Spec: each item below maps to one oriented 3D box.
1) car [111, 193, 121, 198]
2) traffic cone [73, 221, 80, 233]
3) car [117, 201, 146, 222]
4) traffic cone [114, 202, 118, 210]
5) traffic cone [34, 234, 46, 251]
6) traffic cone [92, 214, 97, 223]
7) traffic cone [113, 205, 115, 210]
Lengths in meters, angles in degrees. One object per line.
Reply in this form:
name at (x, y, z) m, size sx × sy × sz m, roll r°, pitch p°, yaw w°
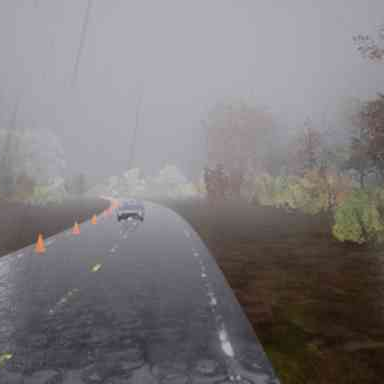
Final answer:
car at (-19.209, 0.859, 83.660) m, size 2.033 × 1.411 × 5.357 m, roll 0°, pitch 0°, yaw -21°
traffic cone at (-6.004, 1.821, 17.233) m, size 0.340 × 0.580 × 0.340 m, roll 0°, pitch 1°, yaw -5°
car at (-4.372, 1.346, 24.433) m, size 2.033 × 1.411 × 5.357 m, roll 0°, pitch 0°, yaw -7°
traffic cone at (-8.589, 1.653, 36.834) m, size 0.340 × 0.580 × 0.340 m, roll 0°, pitch 1°, yaw -10°
traffic cone at (-5.611, 1.863, 12.304) m, size 0.340 × 0.580 × 0.340 m, roll 0°, pitch 1°, yaw -4°
traffic cone at (-6.498, 1.778, 22.152) m, size 0.340 × 0.580 × 0.340 m, roll 0°, pitch 1°, yaw -6°
traffic cone at (-7.791, 1.695, 31.955) m, size 0.340 × 0.580 × 0.340 m, roll 0°, pitch 1°, yaw -9°
